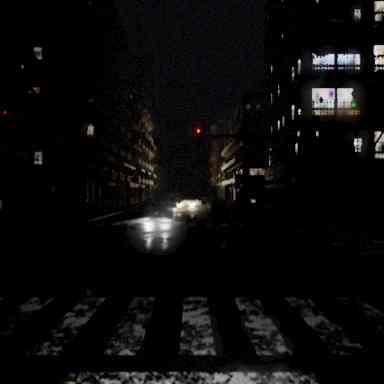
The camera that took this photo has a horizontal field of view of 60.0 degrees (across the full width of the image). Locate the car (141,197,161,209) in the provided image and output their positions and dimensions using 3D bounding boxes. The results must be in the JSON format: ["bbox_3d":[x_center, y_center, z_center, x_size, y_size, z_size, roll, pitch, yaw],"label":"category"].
[{"bbox_3d":[-5.748,1.508,44.340,2.008,1.369,4.403,0,0,0],"label":"car"}]

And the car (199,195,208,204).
[{"bbox_3d":[2.619,1.531,55.419,1.802,1.307,4.206,0,0,0],"label":"car"}]

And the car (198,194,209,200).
[{"bbox_3d":[2.612,1.527,60.953,1.802,1.307,4.206,0,0,0],"label":"car"}]

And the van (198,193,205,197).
[{"bbox_3d":[2.605,1.283,66.487,1.690,1.788,3.998,0,0,0],"label":"van"}]

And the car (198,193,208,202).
[{"bbox_3d":[2.591,1.252,77.555,2.192,1.841,5.009,0,0,0],"label":"car"}]

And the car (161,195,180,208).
[{"bbox_3d":[-3.155,1.459,47.160,1.837,1.490,4.892,0,0,0],"label":"car"}]

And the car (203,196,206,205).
[{"bbox_3d":[2.640,1.513,38.816,2.008,1.369,4.403,0,0,0],"label":"car"}]

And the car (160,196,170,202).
[{"bbox_3d":[-5.783,1.484,72.011,1.887,1.381,4.507,0,0,0],"label":"car"}]

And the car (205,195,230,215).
[{"bbox_3d":[2.648,1.407,33.282,1.967,1.590,4.097,0,0,0],"label":"car"}]

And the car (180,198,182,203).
[{"bbox_3d":[-3.085,1.507,65.172,1.837,1.490,4.892,0,0,0],"label":"car"}]

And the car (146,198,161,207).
[{"bbox_3d":[-5.754,1.535,49.874,1.802,1.307,4.206,0,0,0],"label":"car"}]

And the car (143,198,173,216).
[{"bbox_3d":[-3.142,1.569,31.780,1.895,1.301,4.718,0,0,0],"label":"car"}]

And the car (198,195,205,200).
[{"bbox_3d":[2.568,1.475,94.158,1.887,1.381,4.507,0,0,0],"label":"car"}]

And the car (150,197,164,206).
[{"bbox_3d":[-5.762,1.514,55.409,1.947,1.339,4.313,0,0,0],"label":"car"}]
